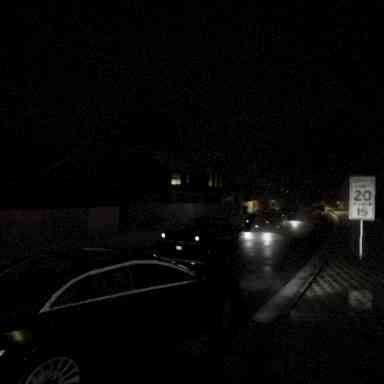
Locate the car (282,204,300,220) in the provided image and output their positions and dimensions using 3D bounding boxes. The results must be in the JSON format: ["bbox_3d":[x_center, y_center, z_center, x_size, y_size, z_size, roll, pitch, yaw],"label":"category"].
[{"bbox_3d":[9.861,1.936,33.962,1.882,1.535,5.008,1,0,23],"label":"car"}]

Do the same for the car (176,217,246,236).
[{"bbox_3d":[0.534,1.778,14.235,1.895,1.301,4.718,1,0,27],"label":"car"}]

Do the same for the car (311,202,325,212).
[{"bbox_3d":[20.164,2.370,53.243,2.128,1.511,4.902,1,-1,18],"label":"car"}]

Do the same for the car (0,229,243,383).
[{"bbox_3d":[-1.104,1.584,4.937,2.128,1.511,4.902,2,-1,42],"label":"car"}]

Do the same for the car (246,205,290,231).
[{"bbox_3d":[5.310,1.860,23.760,2.033,1.411,5.357,1,0,26],"label":"car"}]
